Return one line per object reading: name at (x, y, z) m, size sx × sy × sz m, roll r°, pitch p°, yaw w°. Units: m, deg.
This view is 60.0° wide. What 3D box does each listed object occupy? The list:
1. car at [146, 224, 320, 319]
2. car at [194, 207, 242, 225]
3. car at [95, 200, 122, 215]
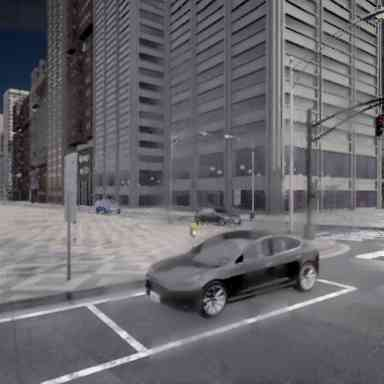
car at (1.092, 1.577, 7.425) m, size 4.313 × 1.339 × 1.947 m, roll 0°, pitch 0°, yaw -35°
car at (2.002, 1.955, 26.805) m, size 1.812 × 1.442 × 4.674 m, roll 0°, pitch -1°, yaw -35°
car at (-11.767, 2.128, 46.374) m, size 2.150 × 2.045 × 5.566 m, roll 0°, pitch -2°, yaw -35°
